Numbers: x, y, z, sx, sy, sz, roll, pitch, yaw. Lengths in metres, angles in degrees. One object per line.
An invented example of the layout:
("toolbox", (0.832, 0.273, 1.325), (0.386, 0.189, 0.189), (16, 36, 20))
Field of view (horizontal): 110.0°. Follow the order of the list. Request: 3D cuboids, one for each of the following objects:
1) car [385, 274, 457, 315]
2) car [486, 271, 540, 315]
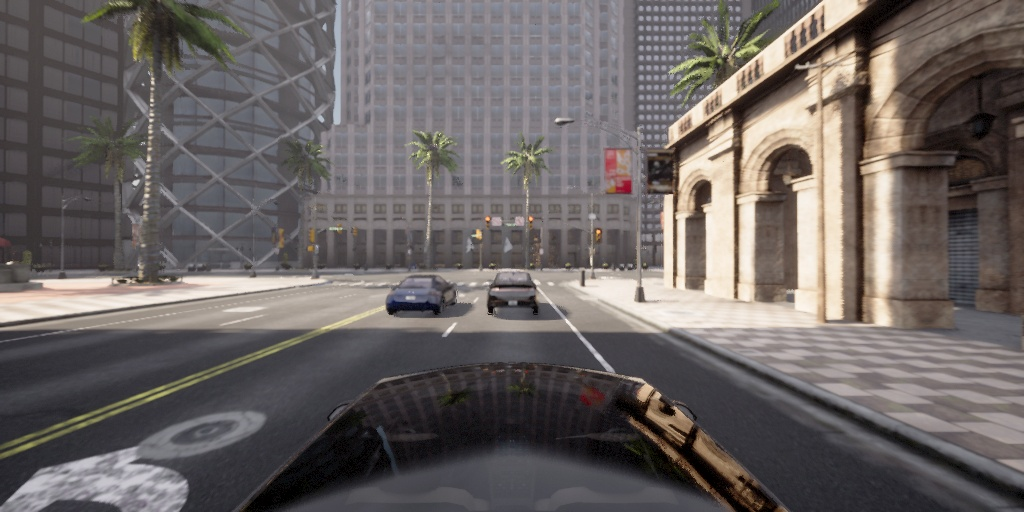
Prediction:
("car", (-3.445, 1.420, 14.274), (1.994, 1.385, 4.181), (0, 0, 1))
("car", (0.053, 1.347, 14.170), (2.128, 1.511, 4.902), (0, 0, 1))
